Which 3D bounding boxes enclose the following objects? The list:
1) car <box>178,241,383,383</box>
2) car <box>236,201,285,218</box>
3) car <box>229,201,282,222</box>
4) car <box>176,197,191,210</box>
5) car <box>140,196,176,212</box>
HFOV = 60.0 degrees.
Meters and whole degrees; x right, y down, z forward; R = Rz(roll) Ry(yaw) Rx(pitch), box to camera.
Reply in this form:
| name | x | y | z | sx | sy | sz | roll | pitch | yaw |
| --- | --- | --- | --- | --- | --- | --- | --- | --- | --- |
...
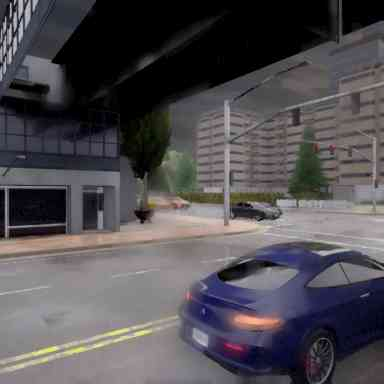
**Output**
| name | x | y | z | sx | sy | sz | roll | pitch | yaw |
| --- | --- | --- | --- | --- | --- | --- | --- | --- | --- |
| car | 1.980 | 1.526 | 5.210 | 4.674 | 1.442 | 1.812 | 0 | 0 | -35 |
| car | 6.204 | 1.564 | 30.656 | 1.994 | 1.385 | 4.181 | 0 | 0 | -37 |
| car | 4.805 | 1.505 | 26.576 | 1.837 | 1.490 | 4.892 | 0 | 0 | -36 |
| car | -2.106 | 1.354 | 42.082 | 2.097 | 1.767 | 4.553 | 0 | 0 | -36 |
| car | -4.347 | 1.477 | 39.205 | 1.882 | 1.535 | 5.008 | 0 | 0 | -36 |
